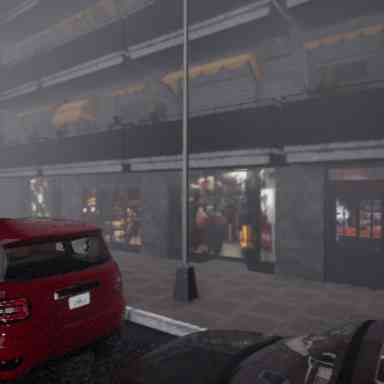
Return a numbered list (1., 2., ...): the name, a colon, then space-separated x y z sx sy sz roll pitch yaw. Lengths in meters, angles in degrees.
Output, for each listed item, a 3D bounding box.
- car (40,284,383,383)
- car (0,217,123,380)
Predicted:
1. car: 1.298 1.551 1.946 4.403 1.369 2.008 0 0 35
2. car: -3.222 1.318 5.169 5.009 1.841 2.192 0 0 35
